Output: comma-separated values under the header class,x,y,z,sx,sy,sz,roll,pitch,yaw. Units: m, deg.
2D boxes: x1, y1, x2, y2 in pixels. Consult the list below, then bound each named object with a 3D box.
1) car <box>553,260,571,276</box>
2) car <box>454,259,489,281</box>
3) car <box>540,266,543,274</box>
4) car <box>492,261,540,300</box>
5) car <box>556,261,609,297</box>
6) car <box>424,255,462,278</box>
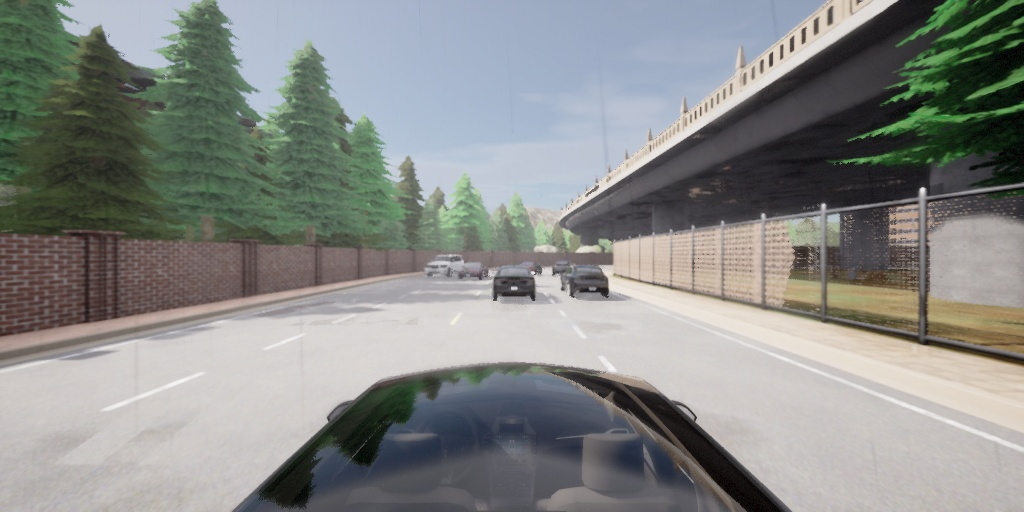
class,x,y,z,sx,sy,sz,roll,pitch,yaw
car,5.247,1.152,35.521,2.128,1.511,4.902,0,0,17
car,-3.143,1.201,29.647,1.812,1.442,4.674,0,0,5
car,1.832,1.223,36.126,1.994,1.385,4.181,0,0,16
car,0.096,1.186,17.274,1.882,1.535,5.008,0,0,0
car,3.597,1.210,18.374,1.837,1.490,4.892,0,0,0
car,-6.191,0.886,33.632,2.150,2.045,5.566,0,0,11
